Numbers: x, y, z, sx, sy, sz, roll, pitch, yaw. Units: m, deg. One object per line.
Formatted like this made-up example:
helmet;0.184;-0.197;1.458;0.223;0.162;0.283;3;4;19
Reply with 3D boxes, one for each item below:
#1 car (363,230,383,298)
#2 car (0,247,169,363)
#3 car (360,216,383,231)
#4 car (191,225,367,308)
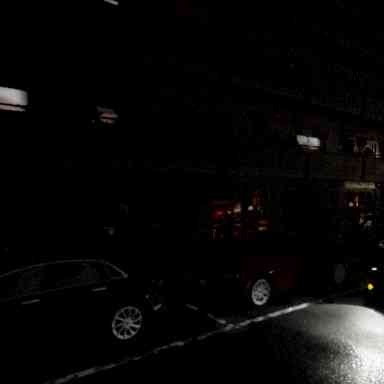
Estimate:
car;5.656;1.633;7.371;4.181;1.385;1.994;1;0;-36
car;-2.438;1.557;4.826;4.403;1.369;2.008;1;-1;-35
car;6.560;1.533;11.247;4.097;1.590;1.967;1;-1;-36
car;2.060;1.594;8.035;4.507;1.381;1.887;1;-1;-36
